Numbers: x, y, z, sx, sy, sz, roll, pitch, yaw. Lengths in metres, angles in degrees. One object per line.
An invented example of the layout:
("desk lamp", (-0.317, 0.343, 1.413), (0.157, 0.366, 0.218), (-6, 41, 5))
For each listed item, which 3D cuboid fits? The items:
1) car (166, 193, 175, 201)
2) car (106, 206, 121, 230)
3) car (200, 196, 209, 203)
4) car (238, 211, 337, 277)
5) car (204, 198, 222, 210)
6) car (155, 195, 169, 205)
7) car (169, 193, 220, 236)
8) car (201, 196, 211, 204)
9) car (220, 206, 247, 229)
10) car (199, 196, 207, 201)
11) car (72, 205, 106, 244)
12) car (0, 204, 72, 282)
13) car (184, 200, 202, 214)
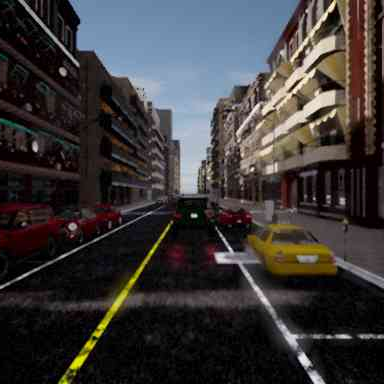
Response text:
("car", (-5.690, 1.308, 88.815), (2.192, 1.841, 5.009), (0, 0, 0))
("car", (-5.689, 1.545, 21.181), (1.887, 1.381, 4.507), (0, 0, 0))
("car", (2.690, 1.562, 71.902), (1.947, 1.339, 4.313), (0, 0, 0))
("car", (2.691, 1.526, 10.074), (1.752, 1.417, 4.829), (0, 0, 0))
("car", (2.691, 1.551, 43.721), (2.008, 1.369, 4.403), (0, 0, 0))
("car", (-5.690, 1.548, 60.633), (2.008, 1.369, 4.403), (0, 0, 0))
("car", (0.102, 1.222, 18.420), (2.150, 2.045, 5.566), (0, 0, 0))
("car", (2.691, 1.523, 66.436), (1.752, 1.417, 4.829), (0, 0, 0))
("car", (2.691, 1.546, 21.176), (1.887, 1.381, 4.507), (0, 0, 0))
("car", (2.689, 1.577, 83.175), (1.802, 1.307, 4.206), (0, 0, 0))
("car", (-5.689, 1.440, 15.543), (1.967, 1.590, 4.097), (0, 0, 0))
("car", (-5.688, 1.315, 9.908), (2.192, 1.841, 5.009), (0, 0, 0))
("car", (0.099, 1.601, 36.571), (1.895, 1.301, 4.718), (0, 0, 0))
